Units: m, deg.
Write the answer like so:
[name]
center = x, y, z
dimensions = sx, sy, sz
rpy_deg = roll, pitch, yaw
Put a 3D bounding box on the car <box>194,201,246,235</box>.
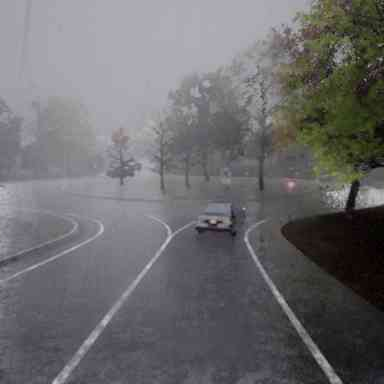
[car]
center = 1.558, 1.149, 16.691
dimensions = 2.033, 1.411, 5.357
rpy_deg = 1, 4, 15
